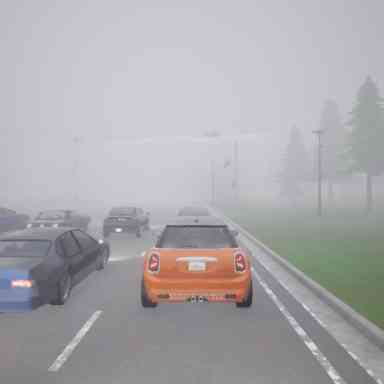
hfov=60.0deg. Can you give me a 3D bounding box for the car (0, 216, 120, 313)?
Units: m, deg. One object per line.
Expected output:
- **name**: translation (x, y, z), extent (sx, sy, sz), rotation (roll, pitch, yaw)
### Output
- **car**: translation (-3.408, 1.548, 7.929), extent (2.033, 1.411, 5.357), rotation (0, 0, 0)

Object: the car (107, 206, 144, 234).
- **car**: translation (-3.422, 1.506, 17.914), extent (1.837, 1.490, 4.892), rotation (0, 0, 0)

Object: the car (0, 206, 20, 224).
- **car**: translation (-10.422, 1.478, 17.489), extent (1.882, 1.535, 5.008), rotation (0, 0, 0)

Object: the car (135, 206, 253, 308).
- **car**: translation (0.091, 1.352, 8.100), extent (2.097, 1.767, 4.553), rotation (0, 0, 0)

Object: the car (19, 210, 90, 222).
- **car**: translation (-6.921, 1.601, 17.722), extent (1.895, 1.301, 4.718), rotation (0, 0, 0)

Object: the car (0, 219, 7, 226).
- **car**: translation (-6.919, 1.601, 8.241), extent (1.895, 1.301, 4.718), rotation (0, 0, 0)

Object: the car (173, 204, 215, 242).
- **car**: translation (0.080, 1.478, 17.516), extent (1.882, 1.535, 5.008), rotation (0, 0, 0)
